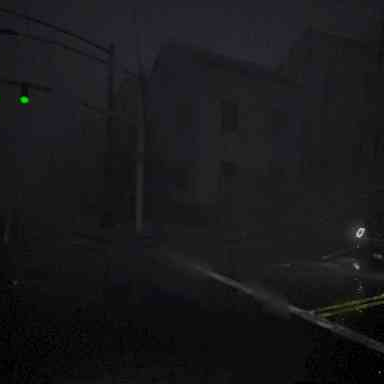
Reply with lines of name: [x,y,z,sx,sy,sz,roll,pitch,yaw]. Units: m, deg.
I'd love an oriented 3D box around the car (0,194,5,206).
car: [-24.371,0.908,41.257,1.882,1.535,5.008,1,0,-28]

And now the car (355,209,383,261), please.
car: [7.810,0.976,11.739,4.553,1.767,2.097,-16,8,-28]
